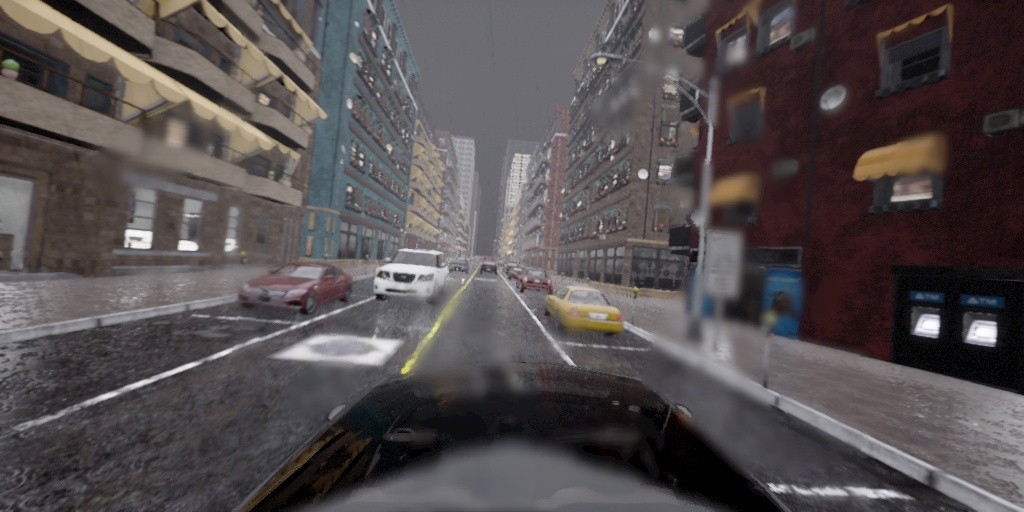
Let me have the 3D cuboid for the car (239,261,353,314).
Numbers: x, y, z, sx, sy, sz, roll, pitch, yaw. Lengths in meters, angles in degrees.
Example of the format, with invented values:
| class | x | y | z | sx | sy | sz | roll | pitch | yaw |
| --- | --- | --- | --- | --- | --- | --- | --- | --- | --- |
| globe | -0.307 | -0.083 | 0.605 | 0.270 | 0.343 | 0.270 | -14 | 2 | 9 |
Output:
| class | x | y | z | sx | sy | sz | roll | pitch | yaw |
| --- | --- | --- | --- | --- | --- | --- | --- | --- | --- |
| car | -6.277 | 0.825 | 10.900 | 1.802 | 1.307 | 4.207 | 0 | 0 | -4 |

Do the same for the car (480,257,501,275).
| class | x | y | z | sx | sy | sz | roll | pitch | yaw |
| --- | --- | --- | --- | --- | --- | --- | --- | --- | --- |
| car | -2.663 | 1.289 | 41.301 | 1.882 | 1.535 | 5.008 | 5 | 0 | -4 |

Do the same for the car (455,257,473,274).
| class | x | y | z | sx | sy | sz | roll | pitch | yaw |
| --- | --- | --- | --- | --- | --- | --- | --- | --- | --- |
| car | -5.471 | 1.086 | 37.266 | 1.994 | 1.385 | 4.181 | 5 | -1 | -4 |

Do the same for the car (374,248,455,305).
| class | x | y | z | sx | sy | sz | roll | pitch | yaw |
| --- | --- | --- | --- | --- | --- | --- | --- | --- | --- |
| car | -3.890 | 0.712 | 14.911 | 2.150 | 2.045 | 5.566 | 5 | 0 | -4 |

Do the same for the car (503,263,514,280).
| class | x | y | z | sx | sy | sz | roll | pitch | yaw |
| --- | --- | --- | --- | --- | --- | --- | --- | --- | --- |
| car | 0.430 | 1.624 | 33.663 | 1.802 | 1.307 | 4.207 | 0 | 0 | -4 |

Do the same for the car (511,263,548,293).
| class | x | y | z | sx | sy | sz | roll | pitch | yaw |
| --- | --- | --- | --- | --- | --- | --- | --- | --- | --- |
| car | 1.237 | 1.470 | 22.611 | 1.967 | 1.591 | 4.097 | 0 | 0 | -4 |

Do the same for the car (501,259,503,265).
| class | x | y | z | sx | sy | sz | roll | pitch | yaw |
| --- | --- | --- | --- | --- | --- | --- | --- | --- | --- |
| car | -0.430 | 1.606 | 52.604 | 1.837 | 1.490 | 4.892 | 5 | 0 | -4 |

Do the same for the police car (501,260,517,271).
| class | x | y | z | sx | sy | sz | roll | pitch | yaw |
| --- | --- | --- | --- | --- | --- | --- | --- | --- | --- |
| police car | 0.067 | 1.522 | 45.730 | 1.930 | 1.638 | 5.238 | 5 | 0 | -4 |

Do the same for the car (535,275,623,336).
| class | x | y | z | sx | sy | sz | roll | pitch | yaw |
| --- | --- | --- | --- | --- | --- | --- | --- | --- | --- |
| car | 2.030 | 1.542 | 11.728 | 1.751 | 1.417 | 4.829 | 0 | 0 | -4 |

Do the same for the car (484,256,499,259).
| class | x | y | z | sx | sy | sz | roll | pitch | yaw |
| --- | --- | --- | --- | --- | --- | --- | --- | --- | --- |
| car | -3.681 | 1.042 | 55.595 | 2.150 | 2.045 | 5.566 | 5 | -1 | -4 |
